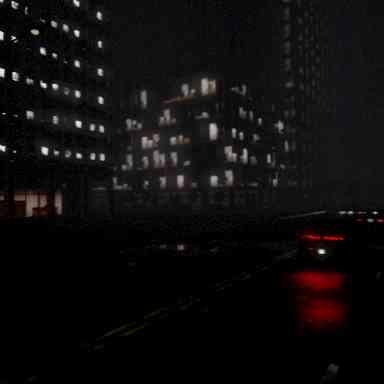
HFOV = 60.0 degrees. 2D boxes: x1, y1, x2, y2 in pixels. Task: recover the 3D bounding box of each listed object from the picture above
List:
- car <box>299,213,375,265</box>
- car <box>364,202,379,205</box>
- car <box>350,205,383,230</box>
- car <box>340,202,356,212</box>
[{"bbox_3d":[5.521,1.710,12.631,1.837,1.490,4.892,-2,-2,35],"label":"car"},{"bbox_3d":[27.811,2.280,51.495,1.812,1.442,4.674,-2,-1,35],"label":"car"},{"bbox_3d":[12.914,1.895,23.574,2.033,1.411,5.357,-2,-1,34],"label":"car"},{"bbox_3d":[25.119,2.374,53.295,2.033,1.411,5.357,-2,-1,35],"label":"car"}]
